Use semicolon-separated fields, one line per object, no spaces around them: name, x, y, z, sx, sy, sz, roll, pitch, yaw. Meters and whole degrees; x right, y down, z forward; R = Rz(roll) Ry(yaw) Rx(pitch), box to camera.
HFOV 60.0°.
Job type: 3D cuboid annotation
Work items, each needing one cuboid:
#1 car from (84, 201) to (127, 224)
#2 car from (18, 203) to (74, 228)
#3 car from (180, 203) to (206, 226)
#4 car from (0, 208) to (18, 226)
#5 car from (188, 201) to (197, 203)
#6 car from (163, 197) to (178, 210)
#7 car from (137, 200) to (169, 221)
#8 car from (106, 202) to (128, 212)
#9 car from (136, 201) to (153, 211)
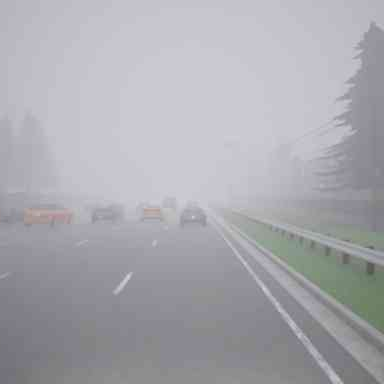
car;-6.910;1.765;27.646;2.128;1.511;4.902;0;0;0
car;-10.409;1.593;24.543;2.097;1.767;4.553;0;-1;0
car;0.091;1.822;26.052;1.994;1.385;4.181;0;-1;0
car;-13.909;1.852;25.581;1.895;1.301;4.718;0;-1;0
car;0.084;2.035;49.408;2.033;1.411;5.357;0;-1;0
car;-3.417;1.725;50.943;2.150;2.045;5.566;0;0;0
car;-3.410;1.776;30.271;1.882;1.535;5.008;0;0;0
car;-10.414;2.058;46.504;1.895;1.301;4.718;0;-1;0
car;-6.916;2.046;48.967;1.994;1.385;4.181;0;0;0
